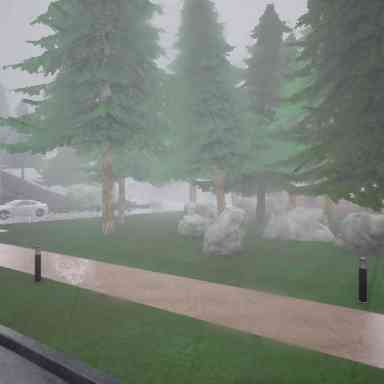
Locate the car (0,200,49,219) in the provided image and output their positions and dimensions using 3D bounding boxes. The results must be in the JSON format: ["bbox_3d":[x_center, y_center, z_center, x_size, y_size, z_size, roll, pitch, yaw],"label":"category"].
[{"bbox_3d":[-14.182,1.363,27.315,1.812,1.442,4.674,0,0,35],"label":"car"}]

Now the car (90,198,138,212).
[{"bbox_3d":[-8.211,1.385,35.652,2.033,1.411,5.357,0,0,36],"label":"car"}]
